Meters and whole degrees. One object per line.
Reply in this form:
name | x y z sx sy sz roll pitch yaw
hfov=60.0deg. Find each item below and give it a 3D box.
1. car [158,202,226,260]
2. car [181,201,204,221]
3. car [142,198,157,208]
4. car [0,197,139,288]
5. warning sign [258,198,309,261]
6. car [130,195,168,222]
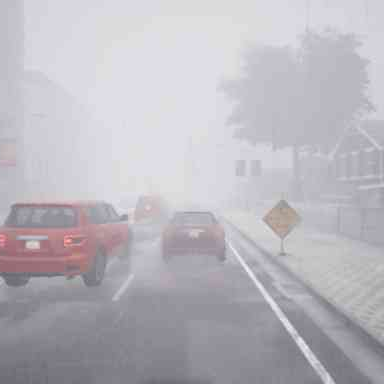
car | 0.073 1.377 12.624 2.097 1.767 4.553 0 0 0
car | 0.083 1.585 28.967 1.812 1.442 4.674 0 0 0
car | -6.561 1.631 51.680 1.812 1.442 4.674 0 0 0
car | -3.209 1.234 9.530 2.150 2.045 5.566 0 -1 1
warning sign | 2.857 1.137 10.536 1.300 1.860 1.060 0 0 0
car | -3.179 1.279 26.749 2.150 2.045 5.566 0 0 0
